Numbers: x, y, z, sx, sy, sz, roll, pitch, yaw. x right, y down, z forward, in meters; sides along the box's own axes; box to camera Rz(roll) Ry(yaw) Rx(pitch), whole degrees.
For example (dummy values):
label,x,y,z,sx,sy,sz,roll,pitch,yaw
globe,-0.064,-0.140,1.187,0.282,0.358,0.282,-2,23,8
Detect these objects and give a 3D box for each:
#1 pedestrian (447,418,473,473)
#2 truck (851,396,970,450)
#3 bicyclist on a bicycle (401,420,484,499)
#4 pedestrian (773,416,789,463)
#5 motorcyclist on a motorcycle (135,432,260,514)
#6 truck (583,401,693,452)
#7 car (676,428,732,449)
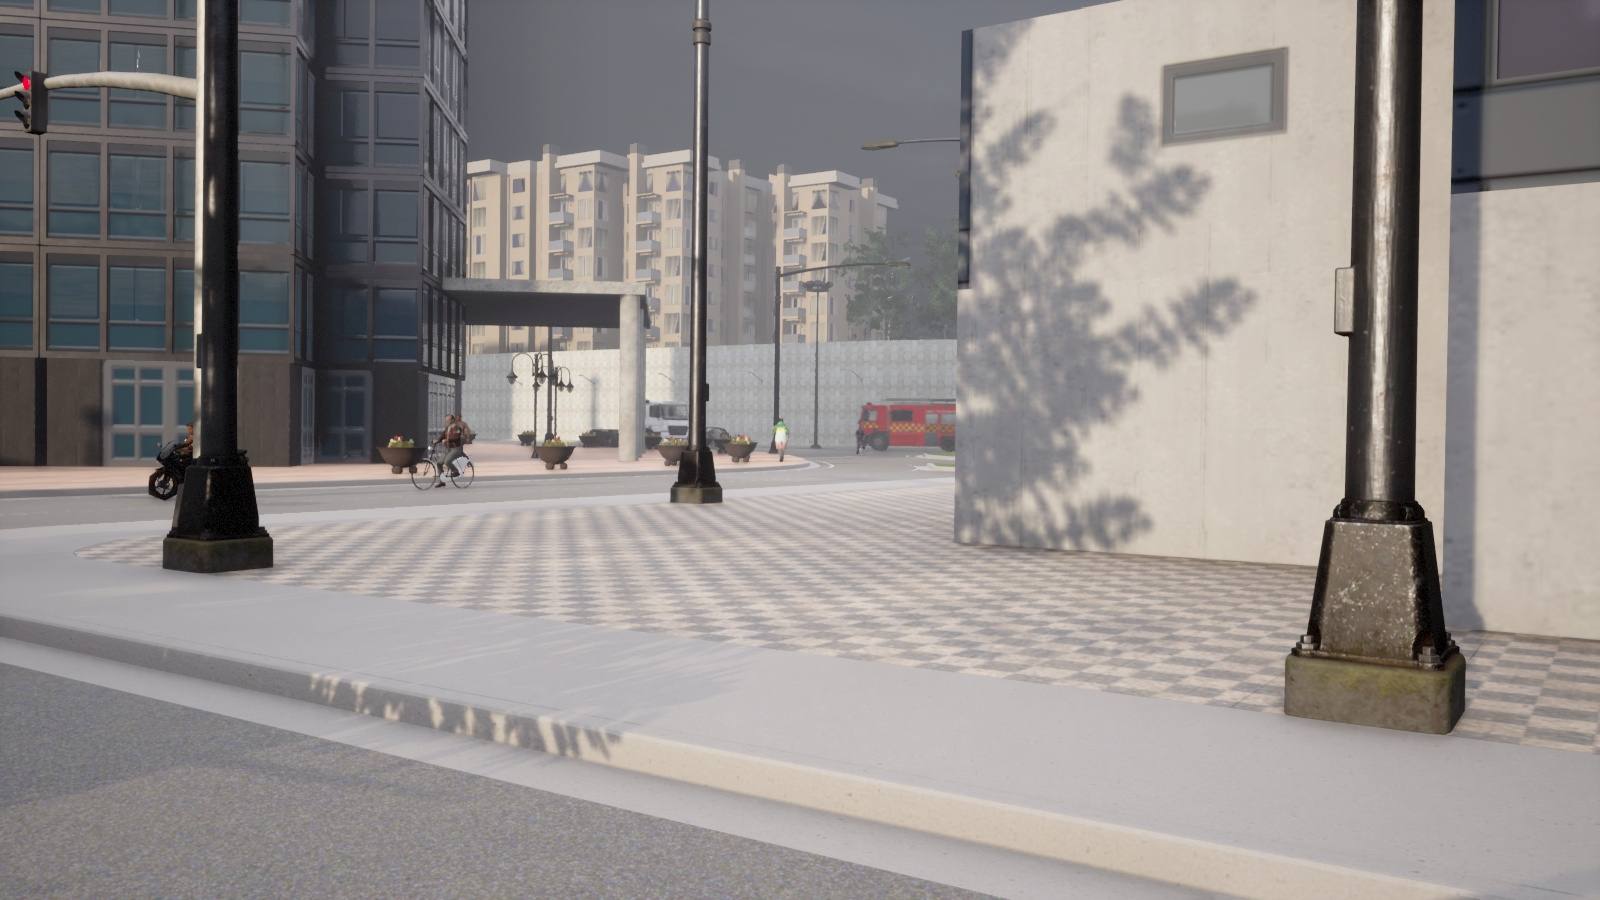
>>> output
label,x,y,z,sx,sy,sz,roll,pitch,yaw
pedestrian,-11.299,-0.165,41.705,0.328,1.805,0.869,0,1,26
truck,8.108,-1.959,91.619,8.468,3.827,2.891,0,1,8
bicyclist on a bicycle,-8.301,0.203,29.227,0.659,1.776,1.843,0,1,34
pedestrian,-0.781,-0.443,52.186,0.659,1.952,0.873,0,1,-1
motorcyclist on a motorcycle,-11.628,0.414,24.317,0.797,1.523,2.044,0,1,34
truck,-11.445,-1.621,88.452,7.936,3.462,2.891,0,1,37
car,-7.567,-0.934,98.828,3.988,1.617,1.851,0,1,31
